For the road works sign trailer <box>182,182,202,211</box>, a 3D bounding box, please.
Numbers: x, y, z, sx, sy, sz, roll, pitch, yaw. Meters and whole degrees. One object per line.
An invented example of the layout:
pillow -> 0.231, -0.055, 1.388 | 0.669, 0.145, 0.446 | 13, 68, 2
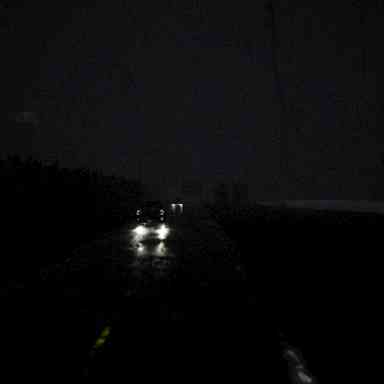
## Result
road works sign trailer -> -0.012, 0.534, 41.205 | 2.380, 3.560, 2.880 | 0, 0, 0

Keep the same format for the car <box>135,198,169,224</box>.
car -> -2.856, 1.382, 24.633 | 2.097, 1.767, 4.553 | 0, 0, 0

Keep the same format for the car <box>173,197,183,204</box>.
car -> -2.778, 1.685, 66.073 | 1.837, 1.490, 4.892 | 0, 0, 0
